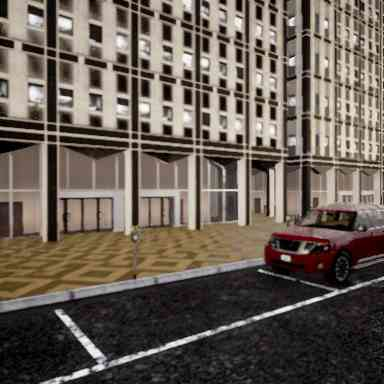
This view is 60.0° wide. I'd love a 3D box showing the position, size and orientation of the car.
[{"bbox_3d":[4.365,1.315,9.682,5.009,1.841,2.192,0,0,-36],"label":"car"}]
